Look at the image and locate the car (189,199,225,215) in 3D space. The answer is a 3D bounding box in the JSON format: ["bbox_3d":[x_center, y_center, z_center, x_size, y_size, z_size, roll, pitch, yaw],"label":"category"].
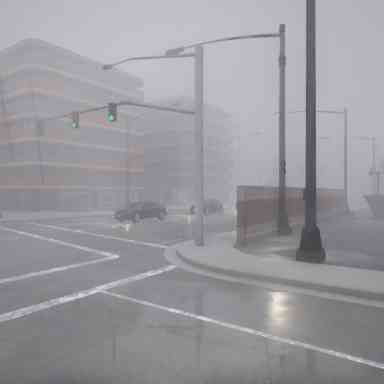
[{"bbox_3d":[1.626,1.505,34.455,1.837,1.490,4.892,0,0,35],"label":"car"}]

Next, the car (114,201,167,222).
[{"bbox_3d":[-3.966,1.505,26.333,1.837,1.490,4.892,0,0,35],"label":"car"}]
